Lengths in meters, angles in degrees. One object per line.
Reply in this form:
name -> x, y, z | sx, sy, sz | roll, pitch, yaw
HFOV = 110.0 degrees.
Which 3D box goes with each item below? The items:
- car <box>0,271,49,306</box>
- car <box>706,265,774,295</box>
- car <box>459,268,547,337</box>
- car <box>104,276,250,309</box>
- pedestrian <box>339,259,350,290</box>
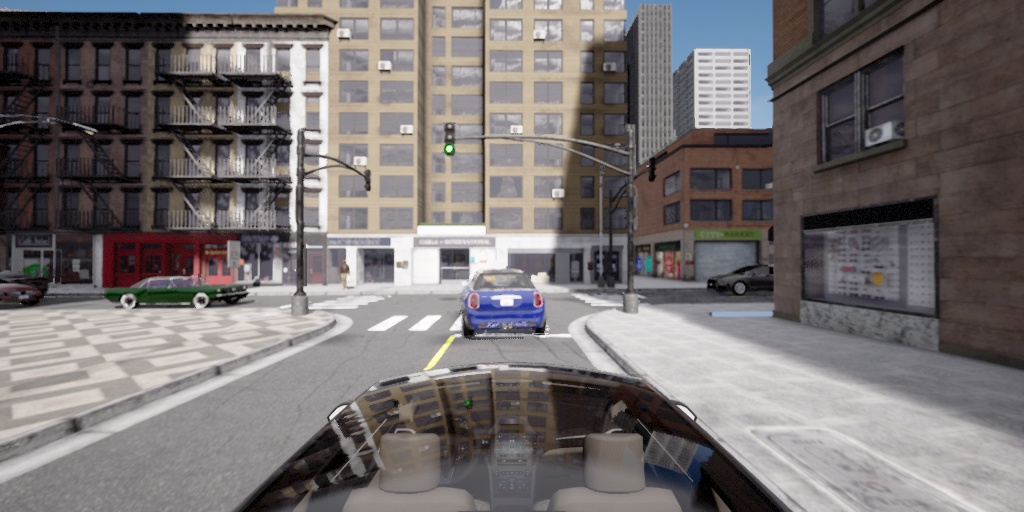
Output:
car -> -23.250, 1.517, 15.344 | 4.674, 1.442, 1.812 | 0, -1, -1
car -> 12.910, 1.225, 18.938 | 4.892, 1.490, 1.837 | -1, 0, -1
car -> -0.453, 1.148, 10.751 | 2.097, 1.767, 4.553 | 0, 0, -9
car -> -14.179, 1.528, 15.428 | 4.718, 1.301, 1.895 | 0, 0, -1
pedestrian -> -10.131, 1.092, 21.714 | 0.375, 1.860, 0.375 | 0, 0, -1
